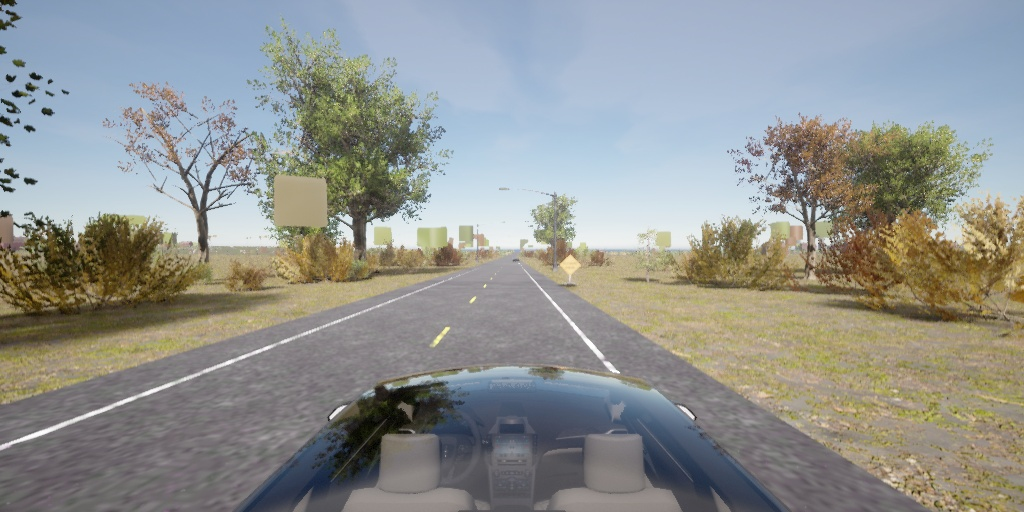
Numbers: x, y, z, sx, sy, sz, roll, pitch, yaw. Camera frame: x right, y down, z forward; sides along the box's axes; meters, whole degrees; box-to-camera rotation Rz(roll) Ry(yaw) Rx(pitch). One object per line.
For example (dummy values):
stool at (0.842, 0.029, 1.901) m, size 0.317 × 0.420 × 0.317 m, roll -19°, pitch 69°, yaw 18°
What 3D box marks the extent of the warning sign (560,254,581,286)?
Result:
warning sign at (3.550, 0.839, 22.007) m, size 1.300 × 1.860 × 1.060 m, roll 0°, pitch 0°, yaw 0°
